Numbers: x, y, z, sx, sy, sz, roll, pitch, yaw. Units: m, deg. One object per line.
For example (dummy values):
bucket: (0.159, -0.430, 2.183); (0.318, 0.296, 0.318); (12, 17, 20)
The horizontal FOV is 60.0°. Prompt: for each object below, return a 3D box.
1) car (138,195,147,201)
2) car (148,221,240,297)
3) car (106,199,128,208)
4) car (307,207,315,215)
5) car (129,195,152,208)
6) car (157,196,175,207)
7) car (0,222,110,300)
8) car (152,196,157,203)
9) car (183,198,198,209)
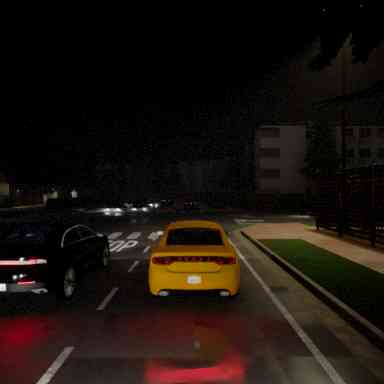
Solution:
car: (-11.637, 1.450, 78.843); (1.994, 1.385, 4.181); (0, 0, -8)
car: (0.052, 1.478, 8.657); (1.882, 1.535, 5.008); (0, 0, 0)
car: (-10.890, 1.600, 47.388); (1.895, 1.301, 4.718); (0, 0, -1)
car: (13.385, 1.530, 30.218); (5.357, 1.411, 2.033); (0, 0, -1)
car: (-7.399, 1.504, 48.333); (1.837, 1.490, 4.892); (0, 0, -1)
car: (-3.742, 1.491, 51.191); (2.128, 1.511, 4.902); (0, 0, -1)
car: (-3.448, 1.491, 8.368); (2.128, 1.511, 4.902); (0, 0, 0)
car: (-7.548, 1.492, 67.685); (2.128, 1.511, 4.902); (0, 0, 0)
car: (-0.178, 1.547, 45.853); (2.033, 1.411, 5.357); (0, 0, -1)
